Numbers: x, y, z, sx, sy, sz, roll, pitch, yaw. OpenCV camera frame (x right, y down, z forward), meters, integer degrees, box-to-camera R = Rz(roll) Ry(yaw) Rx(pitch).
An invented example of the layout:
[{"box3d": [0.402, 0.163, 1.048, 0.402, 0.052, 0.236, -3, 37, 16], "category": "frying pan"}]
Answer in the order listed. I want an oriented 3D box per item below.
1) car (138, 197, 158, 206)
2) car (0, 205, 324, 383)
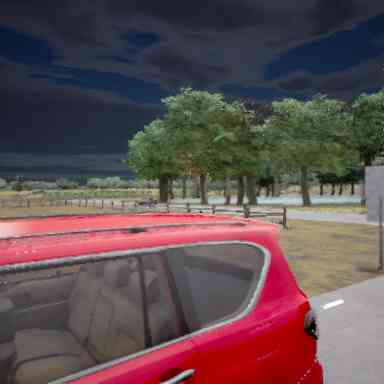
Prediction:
[{"box3d": [-7.704, 1.711, 57.829, 1.837, 1.490, 4.892, -3, 1, -35], "category": "car"}, {"box3d": [-1.531, 1.222, 1.975, 5.566, 2.045, 2.150, 0, 0, -35], "category": "car"}]
